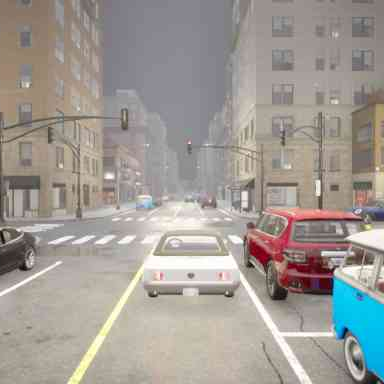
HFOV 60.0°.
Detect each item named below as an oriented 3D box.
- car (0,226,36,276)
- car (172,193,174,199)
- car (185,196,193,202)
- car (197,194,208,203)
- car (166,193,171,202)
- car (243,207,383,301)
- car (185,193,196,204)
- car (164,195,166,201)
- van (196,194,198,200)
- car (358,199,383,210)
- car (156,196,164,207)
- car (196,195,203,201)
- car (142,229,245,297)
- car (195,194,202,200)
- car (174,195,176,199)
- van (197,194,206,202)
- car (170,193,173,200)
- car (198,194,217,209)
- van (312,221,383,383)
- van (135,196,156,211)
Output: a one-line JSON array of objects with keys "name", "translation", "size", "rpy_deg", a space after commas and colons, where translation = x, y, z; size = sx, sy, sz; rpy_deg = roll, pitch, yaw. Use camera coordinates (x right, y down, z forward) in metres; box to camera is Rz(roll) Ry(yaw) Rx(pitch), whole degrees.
[{"name": "car", "translation": [-5.451, 1.566, 8.207], "size": [1.947, 1.339, 4.313], "rpy_deg": [0, 0, -1]}, {"name": "car", "translation": [-6.147, 1.553, 83.417], "size": [1.947, 1.339, 4.313], "rpy_deg": [0, 0, -1]}, {"name": "car", "translation": [-0.677, 1.584, 75.451], "size": [1.895, 1.301, 4.718], "rpy_deg": [0, 0, -1]}, {"name": "car", "translation": [2.082, 1.306, 67.275], "size": [2.192, 1.841, 5.009], "rpy_deg": [0, 0, -1]}, {"name": "car", "translation": [-6.049, 1.515, 72.436], "size": [1.752, 1.417, 4.829], "rpy_deg": [0, 0, -1]}, {"name": "car", "translation": [2.573, 1.315, 8.281], "size": [2.192, 1.841, 5.009], "rpy_deg": [0, 0, -1]}, {"name": "car", "translation": [-0.477, 1.483, 65.087], "size": [2.128, 1.511, 4.902], "rpy_deg": [0, 0, -1]}, {"name": "car", "translation": [-5.907, 1.538, 56.387], "size": [1.887, 1.381, 4.507], "rpy_deg": [0, 0, -1]}, {"name": "van", "translation": [2.136, 1.333, 61.868], "size": [1.690, 1.788, 3.998], "rpy_deg": [0, 0, -1]}, {"name": "car", "translation": [13.090, 1.286, 23.249], "size": [4.553, 1.767, 2.097], "rpy_deg": [0, 0, -1]}, {"name": "car", "translation": [-5.859, 1.560, 50.981], "size": [1.947, 1.339, 4.313], "rpy_deg": [0, 0, -1]}, {"name": "car", "translation": [1.863, 1.511, 89.068], "size": [1.752, 1.417, 4.829], "rpy_deg": [0, 0, -1]}, {"name": "car", "translation": [-0.017, 1.601, 8.499], "size": [1.895, 1.301, 4.718], "rpy_deg": [0, 0, 0]}, {"name": "car", "translation": [1.810, 1.425, 94.304], "size": [1.967, 1.590, 4.097], "rpy_deg": [0, 0, -1]}, {"name": "car", "translation": [-6.195, 1.301, 88.823], "size": [2.192, 1.841, 5.009], "rpy_deg": [0, 0, -1]}, {"name": "van", "translation": [2.028, 1.331, 72.681], "size": [1.690, 1.788, 3.998], "rpy_deg": [0, 0, -1]}, {"name": "car", "translation": [-6.099, 1.539, 78.011], "size": [2.008, 1.369, 4.403], "rpy_deg": [0, 0, -1]}, {"name": "car", "translation": [2.300, 1.310, 45.651], "size": [2.192, 1.841, 5.009], "rpy_deg": [0, 0, -1]}, {"name": "van", "translation": [2.624, 1.341, 2.769], "size": [1.690, 1.788, 3.998], "rpy_deg": [0, 0, -1]}, {"name": "van", "translation": [-5.763, 1.337, 40.169], "size": [1.690, 1.788, 3.998], "rpy_deg": [0, 0, -1]}]
